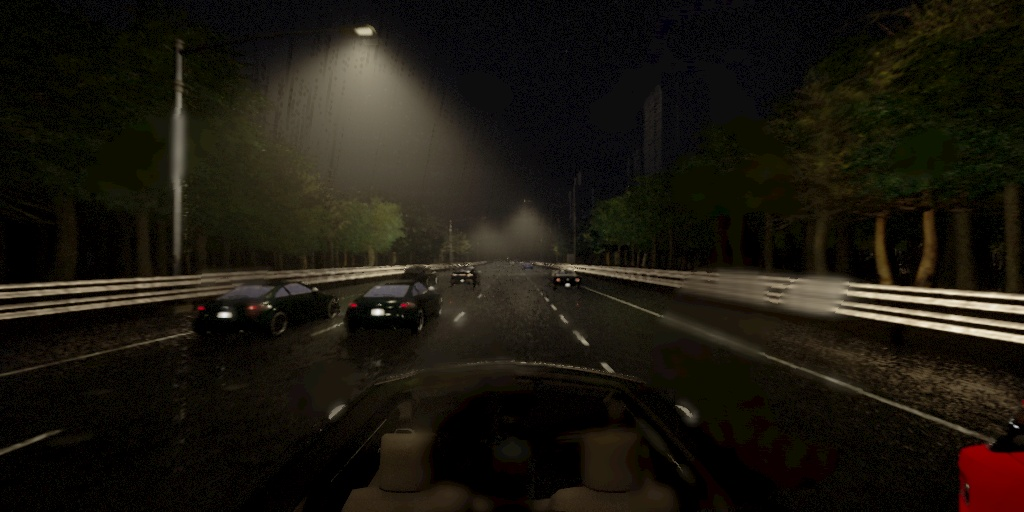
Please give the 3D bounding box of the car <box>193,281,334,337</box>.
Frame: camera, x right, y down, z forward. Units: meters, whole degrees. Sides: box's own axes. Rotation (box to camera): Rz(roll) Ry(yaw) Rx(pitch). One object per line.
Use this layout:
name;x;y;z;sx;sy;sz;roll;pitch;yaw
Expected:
car;-6.902;1.413;10.625;1.994;1.385;4.181;0;-1;0

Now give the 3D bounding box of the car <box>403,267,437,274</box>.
car;-6.903;1.538;26.922;1.837;1.490;4.892;0;-1;0

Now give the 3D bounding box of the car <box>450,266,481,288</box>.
car;-3.403;1.525;26.890;2.128;1.511;4.902;0;-1;0

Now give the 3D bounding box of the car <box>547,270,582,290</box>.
car;3.597;1.617;25.368;1.895;1.301;4.718;0;-1;0

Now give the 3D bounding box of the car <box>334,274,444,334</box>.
car;-3.402;1.418;11.097;1.994;1.385;4.181;0;-1;0
